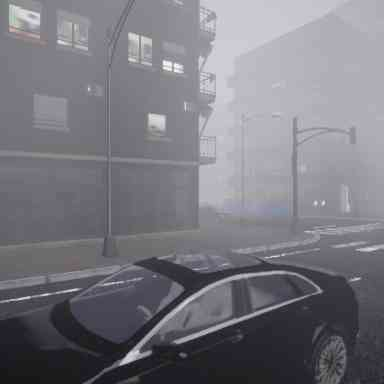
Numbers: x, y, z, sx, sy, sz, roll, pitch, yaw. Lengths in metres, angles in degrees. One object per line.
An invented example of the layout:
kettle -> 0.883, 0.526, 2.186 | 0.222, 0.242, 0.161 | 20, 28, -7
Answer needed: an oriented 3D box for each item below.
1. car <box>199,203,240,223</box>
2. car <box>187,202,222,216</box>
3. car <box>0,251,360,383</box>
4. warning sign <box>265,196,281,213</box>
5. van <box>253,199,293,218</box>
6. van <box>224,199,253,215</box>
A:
car -> 1.788, 1.874, 28.654 | 1.802, 1.307, 4.206 | -1, 0, -36
car -> 1.404, 1.947, 38.910 | 1.994, 1.385, 4.181 | 0, -1, -36
car -> -0.112, 1.492, 3.607 | 4.902, 1.511, 2.128 | 0, 0, -35
warning sign -> 9.019, 1.400, 36.960 | 1.300, 1.860, 1.060 | 1, 0, -36
van -> 8.528, 1.603, 33.571 | 1.690, 1.788, 3.998 | -1, 0, -36
van -> 5.213, 1.676, 38.087 | 1.690, 1.788, 3.998 | -1, 0, -36
